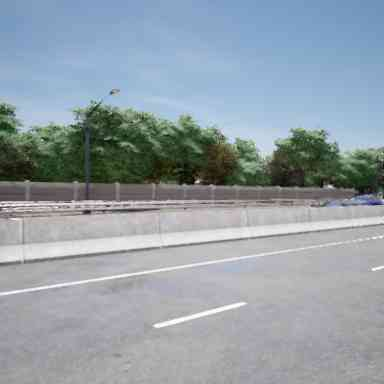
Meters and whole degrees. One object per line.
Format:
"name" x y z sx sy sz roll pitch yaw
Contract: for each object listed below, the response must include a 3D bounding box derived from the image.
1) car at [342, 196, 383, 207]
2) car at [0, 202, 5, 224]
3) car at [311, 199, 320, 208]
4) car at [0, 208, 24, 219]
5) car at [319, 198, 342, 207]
"car" 21.165 1.459 40.667 5.566 2.045 2.150 0 0 -36
"car" -15.741 1.507 22.861 4.892 1.490 1.837 0 0 -35
"car" 19.122 1.604 47.797 4.553 1.767 2.097 0 0 -35
"car" -9.058 1.569 14.728 4.181 1.385 1.994 0 0 -36
"car" 19.220 1.763 43.576 4.674 1.442 1.812 0 0 -35
